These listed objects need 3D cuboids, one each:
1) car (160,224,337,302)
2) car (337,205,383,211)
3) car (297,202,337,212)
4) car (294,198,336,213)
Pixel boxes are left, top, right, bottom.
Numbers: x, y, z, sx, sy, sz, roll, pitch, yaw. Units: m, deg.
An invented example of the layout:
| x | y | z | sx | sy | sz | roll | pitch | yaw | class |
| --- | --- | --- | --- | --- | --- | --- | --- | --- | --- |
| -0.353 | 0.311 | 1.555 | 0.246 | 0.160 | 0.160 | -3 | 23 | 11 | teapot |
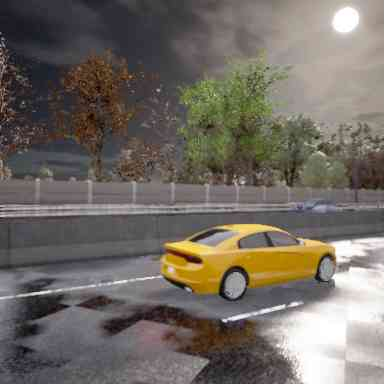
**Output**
| x | y | z | sx | sy | sz | roll | pitch | yaw | class |
| --- | --- | --- | --- | --- | --- | --- | --- | --- | --- |
| 1.640 | 1.578 | 8.572 | 5.008 | 1.535 | 1.882 | 1 | -1 | -32 | car |
| 15.794 | 1.981 | 29.896 | 5.357 | 1.411 | 2.033 | 1 | -1 | -32 | car |
| 12.726 | 1.962 | 32.100 | 4.674 | 1.442 | 1.812 | 1 | -1 | -32 | car |
| 13.817 | 1.719 | 36.902 | 5.566 | 2.045 | 2.150 | 1 | -1 | -32 | car |
